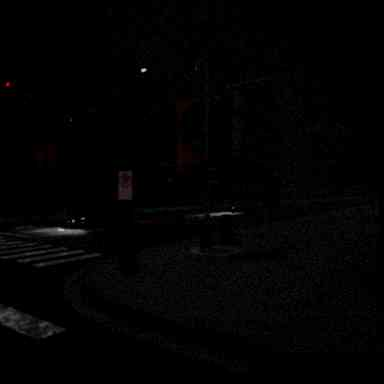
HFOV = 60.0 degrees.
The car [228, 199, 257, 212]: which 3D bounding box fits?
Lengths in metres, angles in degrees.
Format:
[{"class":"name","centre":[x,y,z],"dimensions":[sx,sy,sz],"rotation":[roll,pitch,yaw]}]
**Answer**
[{"class":"car","centre":[6.030,1.547,39.380],"dimensions":[2.128,1.511,4.902],"rotation":[0,0,35]}]

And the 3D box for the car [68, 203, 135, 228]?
[{"class":"car","centre":[-5.956,1.520,22.451],"dimensions":[1.837,1.490,4.892],"rotation":[0,1,34]}]

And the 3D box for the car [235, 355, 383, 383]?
[{"class":"car","centre":[2.038,1.551,1.392],"dimensions":[4.403,1.369,2.008],"rotation":[0,0,36]}]
